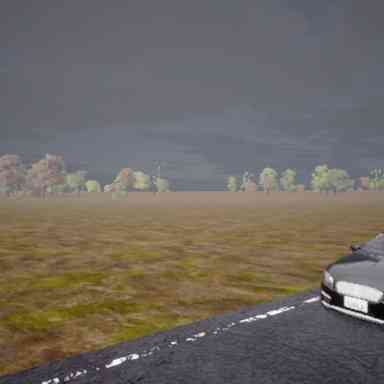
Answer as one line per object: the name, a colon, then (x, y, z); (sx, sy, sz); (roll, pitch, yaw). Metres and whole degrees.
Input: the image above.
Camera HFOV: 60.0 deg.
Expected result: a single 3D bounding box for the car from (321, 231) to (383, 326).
car: (4.556, 1.492, 6.645); (4.902, 1.511, 2.128); (0, 0, -36)
